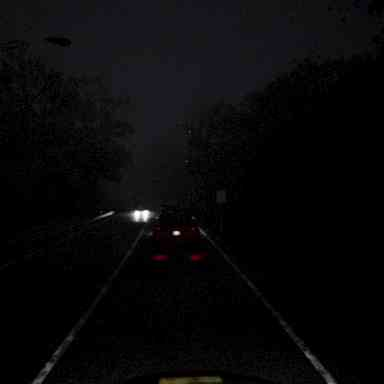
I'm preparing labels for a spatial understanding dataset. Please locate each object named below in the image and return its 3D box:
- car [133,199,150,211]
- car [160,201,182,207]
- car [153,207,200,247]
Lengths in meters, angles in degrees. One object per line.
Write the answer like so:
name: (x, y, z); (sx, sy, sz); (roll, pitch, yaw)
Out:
car: (-6.624, 1.712, 44.109); (2.128, 1.511, 4.902); (0, -2, -4)
car: (-1.985, 1.569, 31.394); (1.882, 1.535, 5.008); (0, 0, -4)
car: (-0.758, 1.614, 15.249); (1.994, 1.385, 4.181); (0, 0, -4)
